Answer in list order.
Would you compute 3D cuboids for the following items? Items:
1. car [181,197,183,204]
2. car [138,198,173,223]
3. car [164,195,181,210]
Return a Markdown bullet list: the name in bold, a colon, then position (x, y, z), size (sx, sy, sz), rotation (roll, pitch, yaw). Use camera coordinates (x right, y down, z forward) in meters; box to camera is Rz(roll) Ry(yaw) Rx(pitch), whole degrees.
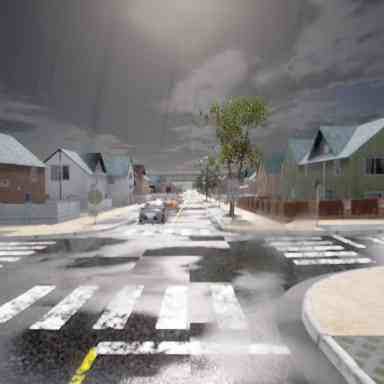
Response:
- **car**: position (-2.735, 1.332, 60.600), size (2.097, 1.767, 4.553), rotation (0, 0, 0)
- **car**: position (-2.839, 1.462, 25.063), size (2.128, 1.511, 4.902), rotation (0, 0, 0)
- **car**: position (-2.833, 1.303, 41.689), size (2.097, 1.767, 4.553), rotation (0, 0, 0)
